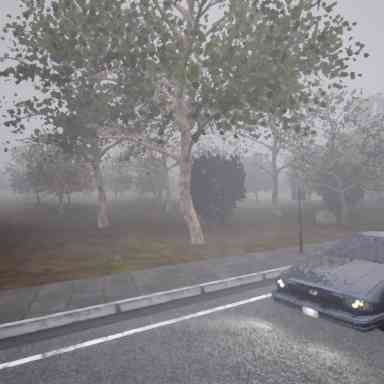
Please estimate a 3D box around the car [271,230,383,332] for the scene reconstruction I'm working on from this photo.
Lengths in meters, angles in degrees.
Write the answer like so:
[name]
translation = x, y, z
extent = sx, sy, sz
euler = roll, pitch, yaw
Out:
[car]
translation = 4.064, 1.534, 6.883
extent = 5.357, 1.411, 2.033
euler = 0, 0, -35
